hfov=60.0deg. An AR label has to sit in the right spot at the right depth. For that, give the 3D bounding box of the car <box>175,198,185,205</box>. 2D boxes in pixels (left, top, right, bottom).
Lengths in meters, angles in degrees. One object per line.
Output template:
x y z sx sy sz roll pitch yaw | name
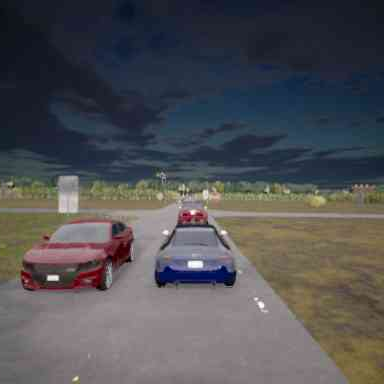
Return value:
-2.772 2.042 75.692 2.128 1.511 4.902 0 -1 0 | car

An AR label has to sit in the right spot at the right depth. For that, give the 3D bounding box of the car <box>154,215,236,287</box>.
0.078 1.587 9.434 1.994 1.385 4.181 0 0 0 | car

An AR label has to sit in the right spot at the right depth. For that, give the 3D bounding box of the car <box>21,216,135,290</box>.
-2.848 1.500 9.325 1.882 1.535 5.008 0 0 0 | car

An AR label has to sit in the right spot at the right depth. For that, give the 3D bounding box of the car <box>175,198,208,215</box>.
0.084 1.444 24.616 2.097 1.767 4.553 0 0 1 | car
